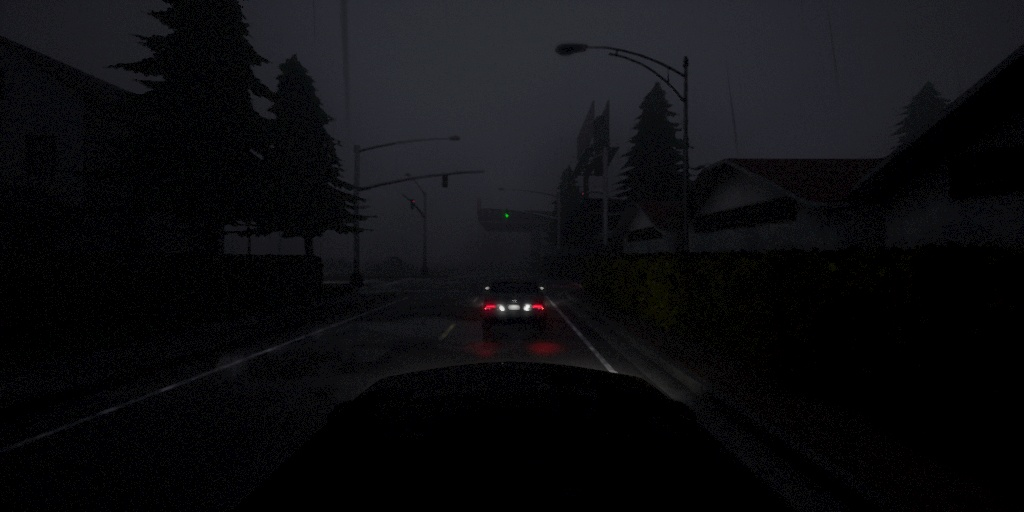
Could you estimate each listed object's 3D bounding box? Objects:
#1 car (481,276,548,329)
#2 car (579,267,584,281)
[{"bbox_3d":[0.080,1.349,11.498,2.033,1.411,5.357,0,0,1],"label":"car"},{"bbox_3d":[7.148,1.072,25.679,4.553,1.767,2.097,-2,0,0],"label":"car"}]
